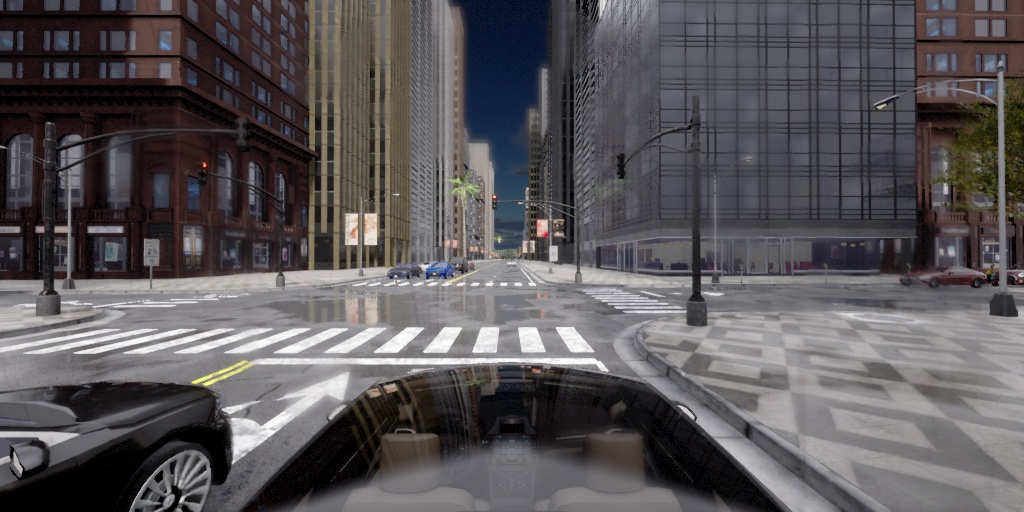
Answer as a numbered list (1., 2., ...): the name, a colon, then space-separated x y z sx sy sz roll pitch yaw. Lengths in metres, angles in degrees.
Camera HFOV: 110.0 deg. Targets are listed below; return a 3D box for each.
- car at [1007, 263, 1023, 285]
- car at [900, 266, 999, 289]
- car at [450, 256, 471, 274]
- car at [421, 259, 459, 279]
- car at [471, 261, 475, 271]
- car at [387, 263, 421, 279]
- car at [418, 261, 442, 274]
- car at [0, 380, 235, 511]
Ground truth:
1. car: 32.073 1.116 22.090 4.097 1.591 1.967 0 0 -1
2. car: 26.435 1.274 21.994 4.207 1.307 1.802 0 0 -1
3. car: -6.659 1.064 43.656 2.150 2.045 5.566 0 0 0
4. car: -6.643 1.289 33.548 1.882 1.535 5.008 0 0 2
5. car: -6.657 1.408 53.946 1.812 1.442 4.674 0 0 0
6. car: -9.863 1.359 33.518 2.033 1.411 5.357 0 0 3
7. car: -9.913 1.368 43.705 1.812 1.442 4.674 0 0 0
8. car: -3.138 1.241 0.908 2.128 1.511 4.902 0 0 -1
